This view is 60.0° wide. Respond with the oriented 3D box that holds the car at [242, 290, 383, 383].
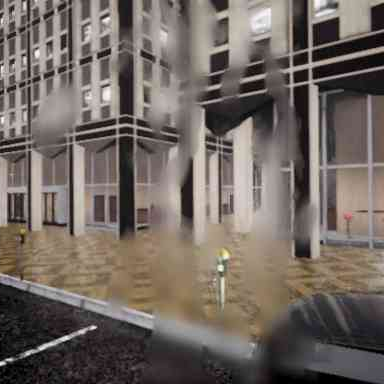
[{"bbox_3d":[2.853,1.213,1.350,5.566,2.045,2.150,-1,0,36],"label":"car"}]
